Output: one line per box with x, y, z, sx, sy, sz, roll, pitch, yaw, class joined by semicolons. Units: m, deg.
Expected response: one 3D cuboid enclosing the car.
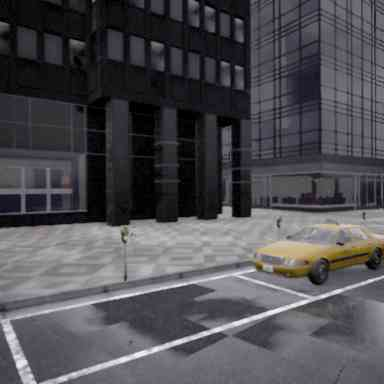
3.775;1.489;9.343;4.829;1.417;1.752;0;0;-35;car
